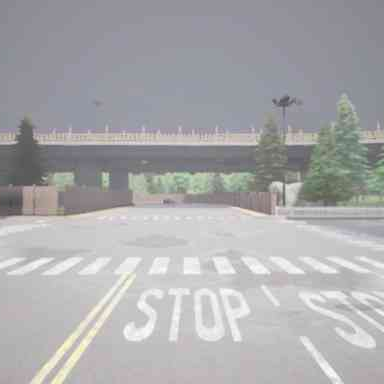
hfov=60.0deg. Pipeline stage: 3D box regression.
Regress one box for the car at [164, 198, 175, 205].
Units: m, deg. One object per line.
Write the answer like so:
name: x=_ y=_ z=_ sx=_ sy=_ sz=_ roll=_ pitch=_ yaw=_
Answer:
car: x=-5.437 y=2.264 z=79.254 sx=2.128 sy=1.511 sz=4.902 roll=0 pitch=-1 yaw=-19
